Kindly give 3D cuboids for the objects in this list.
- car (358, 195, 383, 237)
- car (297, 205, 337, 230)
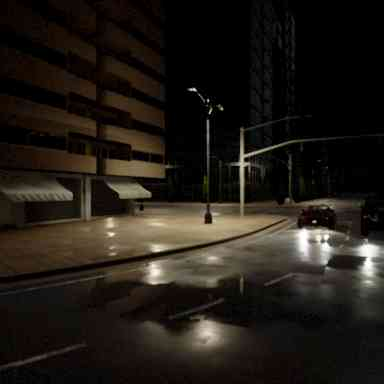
[{"bbox_3d":[10.127,1.178,17.515,2.150,2.045,5.566,0,0,27],"label":"car"},{"bbox_3d":[7.871,1.517,20.745,1.994,1.385,4.181,0,0,27],"label":"car"}]
